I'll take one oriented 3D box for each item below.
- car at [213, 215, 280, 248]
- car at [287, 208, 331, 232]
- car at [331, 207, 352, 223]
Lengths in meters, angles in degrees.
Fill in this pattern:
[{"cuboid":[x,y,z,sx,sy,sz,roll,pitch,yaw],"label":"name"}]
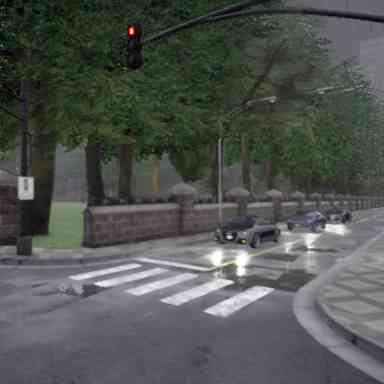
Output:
[{"cuboid":[2.821,1.875,16.510,1.994,1.385,4.181,0,-1,36],"label":"car"},{"cuboid":[8.578,2.041,24.669,1.812,1.442,4.674,0,-1,35],"label":"car"},{"cuboid":[14.594,2.226,33.165,2.128,1.511,4.902,0,-1,35],"label":"car"}]
